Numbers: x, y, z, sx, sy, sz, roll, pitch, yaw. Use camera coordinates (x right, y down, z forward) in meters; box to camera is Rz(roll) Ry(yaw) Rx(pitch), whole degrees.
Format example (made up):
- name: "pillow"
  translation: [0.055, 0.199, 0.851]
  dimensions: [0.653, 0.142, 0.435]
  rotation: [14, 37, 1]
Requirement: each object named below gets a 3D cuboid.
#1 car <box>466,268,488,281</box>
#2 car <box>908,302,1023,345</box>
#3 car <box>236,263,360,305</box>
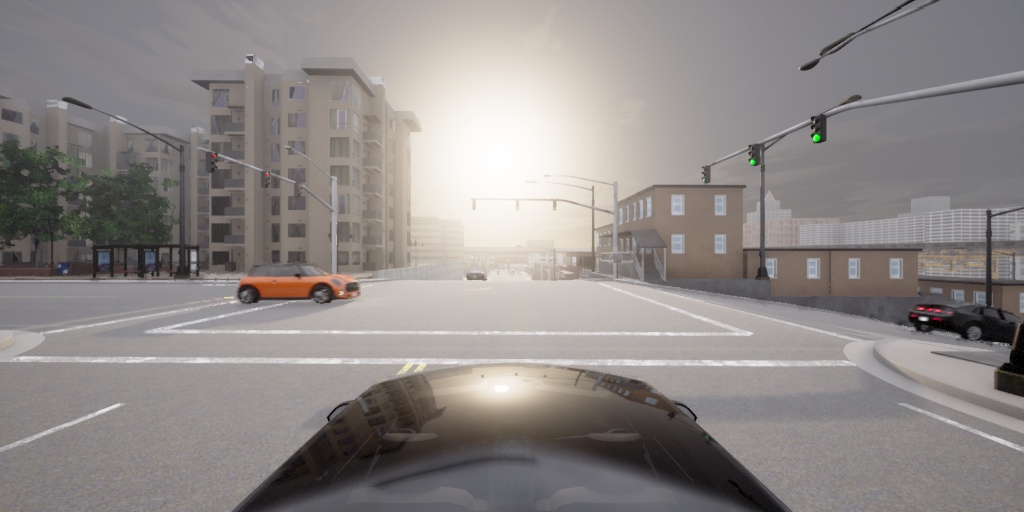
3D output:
- name: "car"
  translation: [-3.599, 1.905, 36.749]
  dimensions: [1.812, 1.442, 4.674]
  rotation: [0, -6, 0]
- name: "car"
  translation: [19.610, 2.878, 14.999]
  dimensions: [4.892, 1.490, 1.837]
  rotation: [12, 0, 0]
- name: "car"
  translation: [-9.006, 1.095, 15.384]
  dimensions: [4.553, 1.767, 2.097]
  rotation: [-1, 0, 1]
